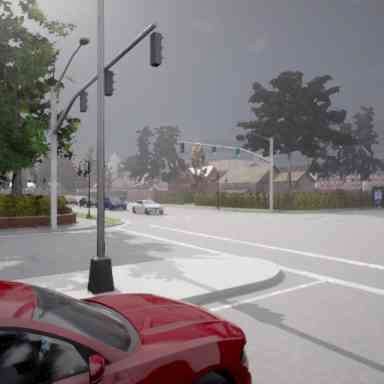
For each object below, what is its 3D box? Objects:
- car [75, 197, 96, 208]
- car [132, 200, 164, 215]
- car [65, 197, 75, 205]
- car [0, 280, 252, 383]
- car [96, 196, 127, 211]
[{"bbox_3d":[-15.248,1.500,49.021,1.837,1.490,4.892,0,0,-36],"label":"car"},{"bbox_3d":[-4.647,1.521,34.364,1.812,1.442,4.674,0,0,-35],"label":"car"},{"bbox_3d":[-21.047,1.559,57.083,1.994,1.385,4.181,0,0,-34],"label":"car"},{"bbox_3d":[-1.717,1.478,2.544,5.008,1.535,1.882,0,0,-35],"label":"car"},{"bbox_3d":[-9.855,1.347,41.567,2.097,1.767,4.553,0,0,-36],"label":"car"}]
